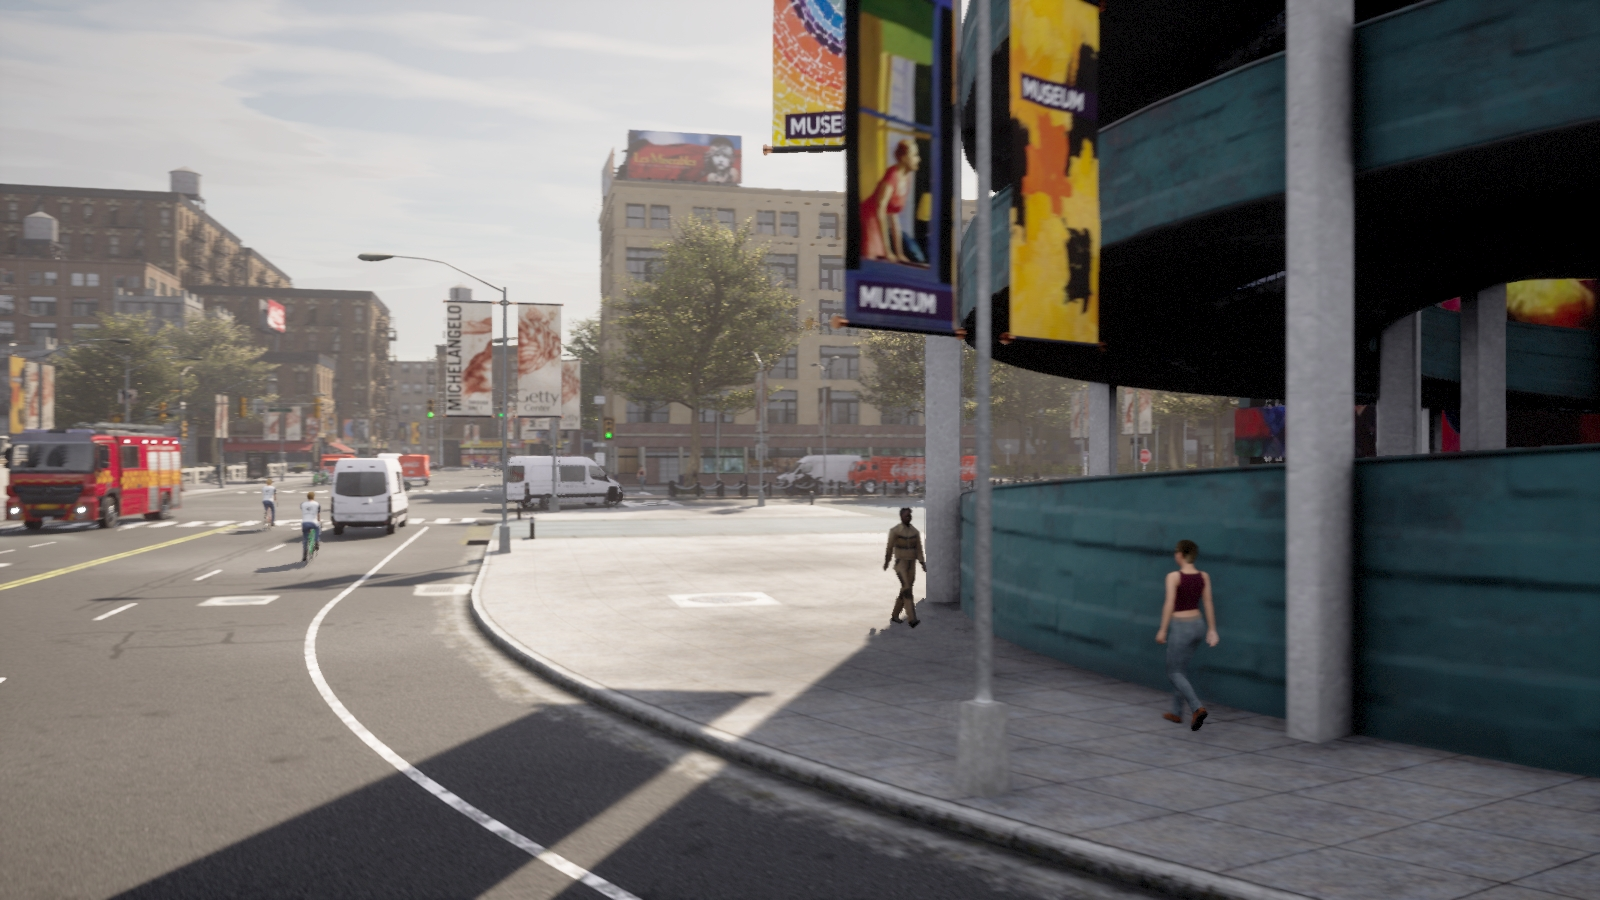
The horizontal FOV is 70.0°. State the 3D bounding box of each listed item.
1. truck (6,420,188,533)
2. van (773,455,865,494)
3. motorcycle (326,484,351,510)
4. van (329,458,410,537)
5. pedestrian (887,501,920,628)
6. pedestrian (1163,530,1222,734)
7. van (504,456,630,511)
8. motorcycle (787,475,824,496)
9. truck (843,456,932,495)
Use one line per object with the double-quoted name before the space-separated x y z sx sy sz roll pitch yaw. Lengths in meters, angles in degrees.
"truck" -26.201 0.914 43.163 2.891 3.827 8.468 0 0 -9
"van" 1.276 1.605 76.962 5.915 2.561 1.988 0 0 -14
"motorcycle" -22.191 2.249 54.950 0.803 1.145 2.033 0 0 -14
"van" -15.049 1.562 40.227 1.988 2.561 5.915 0 0 -14
"pedestrian" 1.555 1.715 17.206 0.375 1.860 0.375 0 0 -19
"pedestrian" 3.722 1.709 10.836 0.375 1.860 0.375 0 0 -18
"van" -11.435 1.579 56.375 5.915 2.561 1.988 0 -1 -44
"motorcycle" 0.352 2.272 73.139 2.209 1.251 0.867 0 0 -14
"truck" 5.687 1.643 74.443 5.204 2.467 2.627 0 0 -14
